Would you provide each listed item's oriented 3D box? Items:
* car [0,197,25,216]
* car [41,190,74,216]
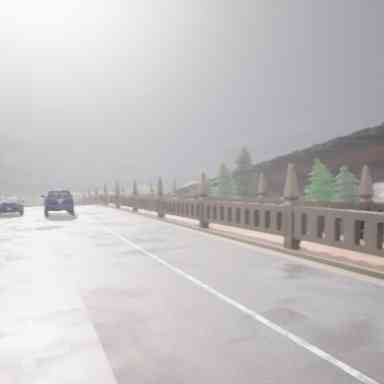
[{"bbox_3d":[-15.251,1.157,28.115,1.812,1.442,4.674,-1,1,-25],"label":"car"},{"bbox_3d":[-11.123,0.824,27.566,2.150,2.045,5.566,-1,1,-25],"label":"car"}]
